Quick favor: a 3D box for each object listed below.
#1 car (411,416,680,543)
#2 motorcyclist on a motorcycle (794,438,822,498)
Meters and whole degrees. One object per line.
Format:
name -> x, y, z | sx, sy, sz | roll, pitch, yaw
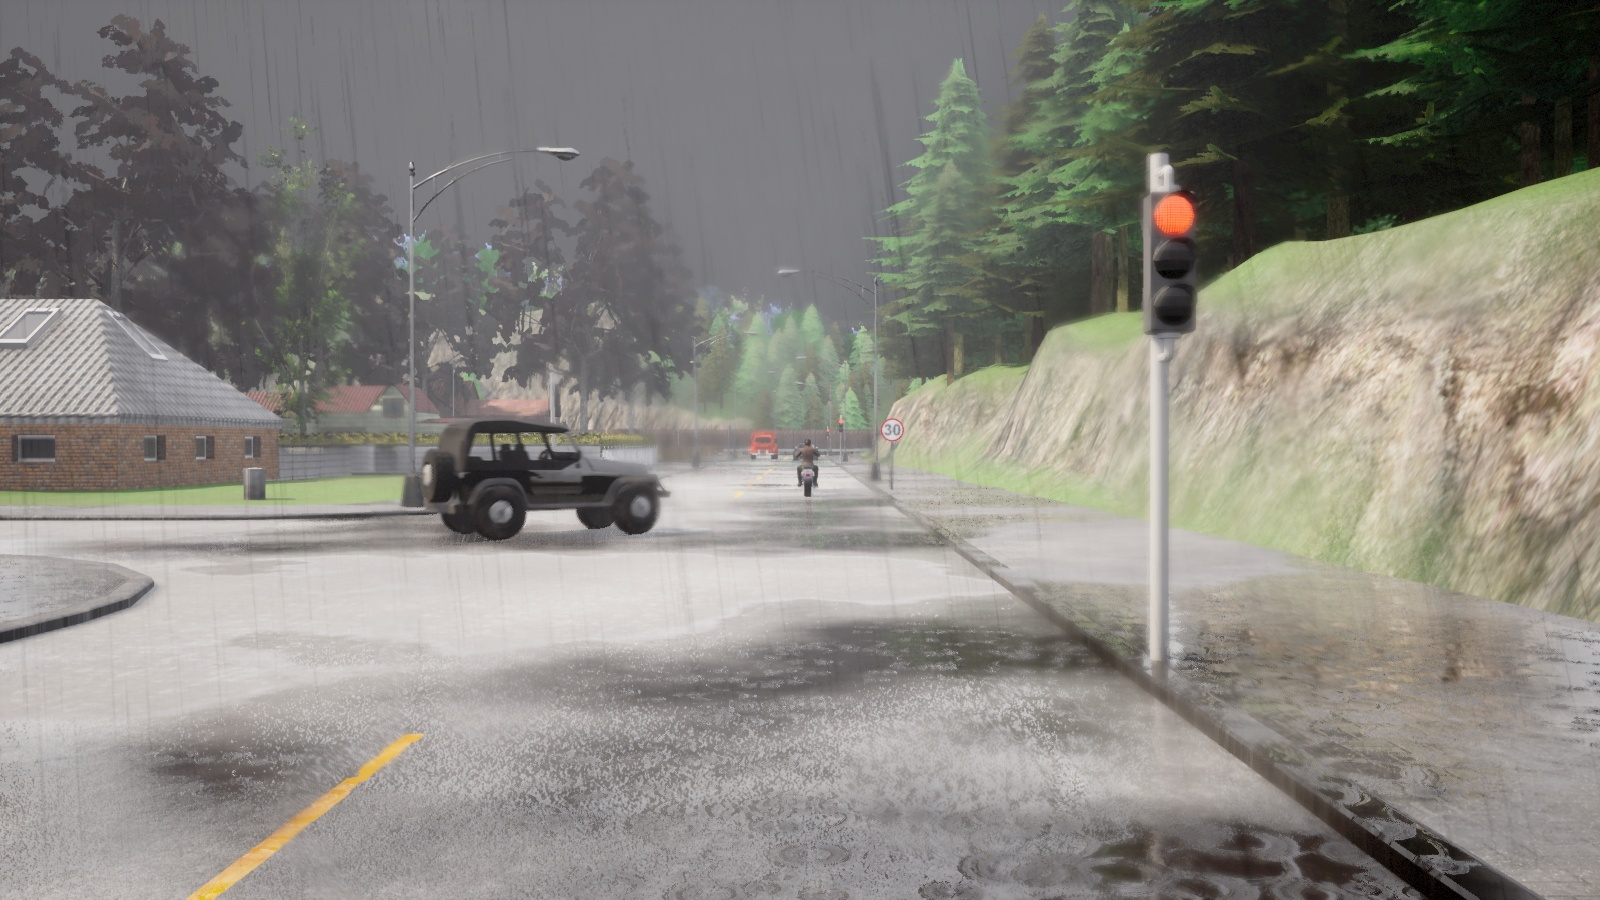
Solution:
car -> -4.119, 0.423, 20.470 | 3.866, 1.878, 1.905 | 0, 1, -33
motorcyclist on a motorcycle -> 0.225, 0.495, 35.818 | 0.766, 1.649, 2.350 | 0, 0, 0
